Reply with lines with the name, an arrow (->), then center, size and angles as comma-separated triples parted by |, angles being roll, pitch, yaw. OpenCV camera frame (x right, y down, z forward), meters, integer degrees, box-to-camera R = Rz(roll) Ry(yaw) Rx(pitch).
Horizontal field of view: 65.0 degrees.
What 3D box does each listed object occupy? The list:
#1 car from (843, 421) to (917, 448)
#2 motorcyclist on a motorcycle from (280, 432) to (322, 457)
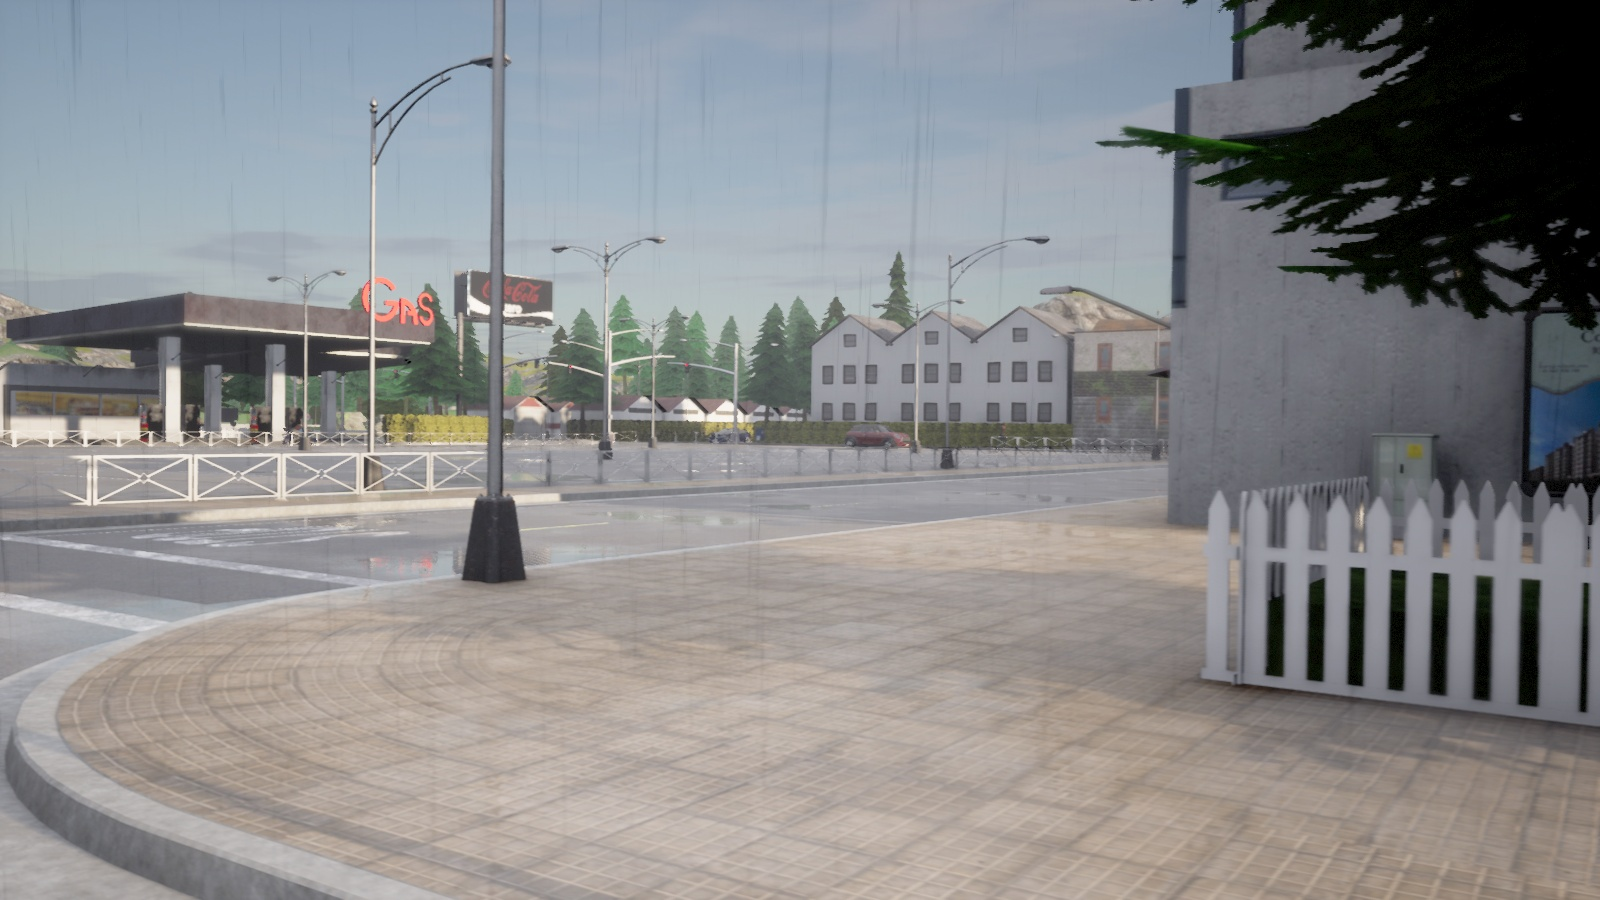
car -> 5.352, -1.022, 84.558 | 4.553, 1.767, 2.097 | 0, 1, 34
motorcyclist on a motorcycle -> -30.139, -0.342, 75.876 | 0.866, 1.530, 2.191 | 0, 1, 34
